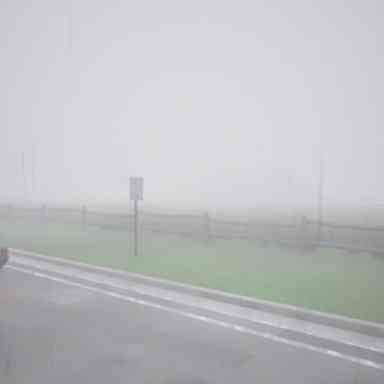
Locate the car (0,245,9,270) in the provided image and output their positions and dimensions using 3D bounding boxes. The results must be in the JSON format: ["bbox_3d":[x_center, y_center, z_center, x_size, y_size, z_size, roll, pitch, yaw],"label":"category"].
[{"bbox_3d":[-6.999,1.571,8.984,4.718,1.301,1.895,0,0,35],"label":"car"}]
